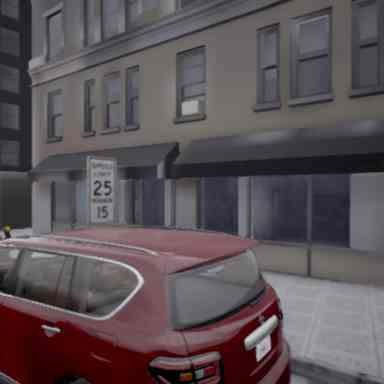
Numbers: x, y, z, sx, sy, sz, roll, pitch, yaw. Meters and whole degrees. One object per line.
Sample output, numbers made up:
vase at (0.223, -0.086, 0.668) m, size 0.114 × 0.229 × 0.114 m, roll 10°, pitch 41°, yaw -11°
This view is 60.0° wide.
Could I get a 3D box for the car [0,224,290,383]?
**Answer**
car at (-1.373, 1.346, 4.045) m, size 5.009 × 1.841 × 2.192 m, roll -1°, pitch 0°, yaw 35°
